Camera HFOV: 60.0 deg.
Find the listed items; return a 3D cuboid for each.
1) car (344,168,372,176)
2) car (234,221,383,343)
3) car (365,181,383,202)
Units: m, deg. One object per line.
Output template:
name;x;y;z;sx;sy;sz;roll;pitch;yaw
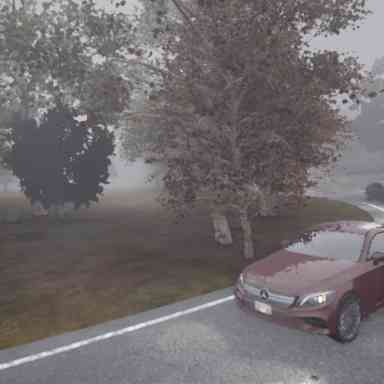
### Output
car;33.054;-4.012;66.336;4.718;1.301;1.895;-4;3;0
car;2.862;1.335;6.290;4.674;1.442;1.812;-3;2;-38
car;14.097;-0.006;23.851;1.837;1.490;4.892;-3;3;6
